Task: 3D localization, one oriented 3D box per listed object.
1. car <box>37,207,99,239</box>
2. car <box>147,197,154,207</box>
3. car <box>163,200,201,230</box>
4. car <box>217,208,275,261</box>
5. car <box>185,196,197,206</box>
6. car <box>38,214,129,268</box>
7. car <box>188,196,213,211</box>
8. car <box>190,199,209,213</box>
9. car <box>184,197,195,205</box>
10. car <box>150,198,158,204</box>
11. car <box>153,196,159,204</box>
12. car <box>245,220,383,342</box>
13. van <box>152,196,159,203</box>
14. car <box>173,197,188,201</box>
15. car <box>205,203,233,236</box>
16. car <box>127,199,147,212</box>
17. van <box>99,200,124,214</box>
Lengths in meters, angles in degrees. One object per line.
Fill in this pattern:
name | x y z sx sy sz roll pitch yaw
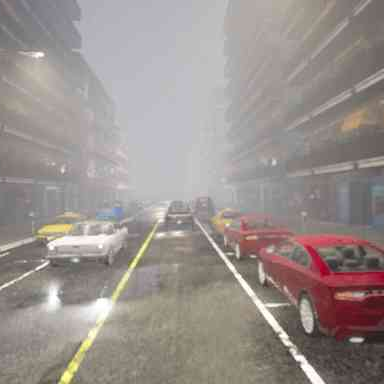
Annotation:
car | -6.397 1.748 17.173 1.752 1.417 4.829 -2 0 -3
car | -8.593 1.999 62.414 1.752 1.417 4.829 -2 0 -3
car | -0.840 1.572 21.767 2.128 1.511 4.902 -2 0 -3
car | 2.238 1.509 12.076 1.887 1.381 4.507 -2 0 -3
car | -0.235 1.679 62.967 1.967 1.590 4.097 -2 0 -3
car | -3.548 1.729 12.058 1.895 1.301 4.718 -2 0 -3
car | 1.133 1.387 34.692 2.192 1.841 5.009 -2 0 -3
car | 0.866 1.654 40.347 2.008 1.369 4.403 -2 0 -3
car | -0.506 1.843 68.619 1.947 1.339 4.313 -2 0 -3
car | -9.696 2.220 85.203 1.802 1.307 4.206 -2 0 -3
car | -9.422 2.176 79.549 1.802 1.307 4.206 -2 0 -3
car | 2.513 1.488 6.417 1.887 1.381 4.507 -2 0 -3
van | -9.979 2.024 90.861 1.690 1.788 3.998 -2 0 -3
car | -1.767 1.706 40.912 1.812 1.442 4.674 -2 0 -3
car | 1.954 1.514 17.897 1.752 1.417 4.829 -2 0 -3
car | -7.781 1.811 45.618 1.967 1.590 4.097 -2 0 -3
van | -6.960 1.619 28.654 1.690 1.788 3.998 -2 0 -3
